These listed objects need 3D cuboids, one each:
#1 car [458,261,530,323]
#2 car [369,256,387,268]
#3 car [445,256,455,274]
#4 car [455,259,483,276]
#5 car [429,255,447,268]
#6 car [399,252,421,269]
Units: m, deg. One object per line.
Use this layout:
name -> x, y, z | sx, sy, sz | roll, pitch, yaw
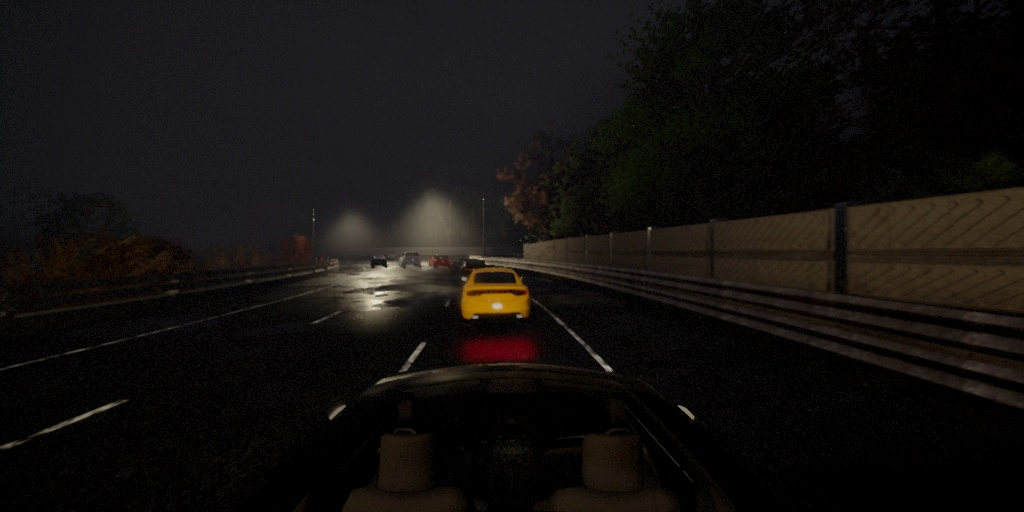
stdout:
car -> -0.618, 1.109, 11.661 | 1.882, 1.535, 5.008 | 0, 1, -6
car -> -17.489, 0.739, 46.931 | 2.128, 1.511, 4.902 | 0, 1, -25
car -> -4.300, 0.943, 31.873 | 2.033, 1.411, 5.357 | 0, 1, -19
car -> -2.672, 0.983, 24.688 | 1.837, 1.490, 4.892 | 0, 1, -11
car -> -9.194, 0.593, 45.562 | 2.097, 1.767, 4.553 | 0, 1, -22
car -> -12.930, 0.474, 45.427 | 2.150, 2.045, 5.566 | 0, 1, -23
